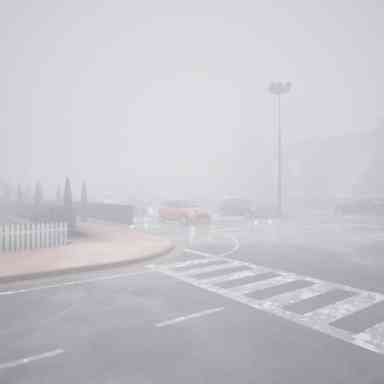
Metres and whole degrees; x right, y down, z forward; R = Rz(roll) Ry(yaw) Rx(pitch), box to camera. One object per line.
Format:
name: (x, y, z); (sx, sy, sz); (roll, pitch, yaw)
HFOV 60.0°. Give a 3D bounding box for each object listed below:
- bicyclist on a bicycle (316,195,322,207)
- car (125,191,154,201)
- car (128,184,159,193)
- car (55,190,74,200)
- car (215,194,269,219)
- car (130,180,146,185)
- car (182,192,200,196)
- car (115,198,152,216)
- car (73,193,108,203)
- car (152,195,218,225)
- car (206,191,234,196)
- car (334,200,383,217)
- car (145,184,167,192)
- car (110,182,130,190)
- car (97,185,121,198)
bicyclist on a bicycle: (18.084, 1.291, 47.388); (1.656, 1.620, 0.582); (0, 0, -37)
car: (-7.200, 1.076, 44.370); (2.033, 1.411, 5.357); (0, 4, -37)
car: (-8.532, 0.058, 57.943); (2.033, 1.411, 5.357); (0, 6, -37)
car: (-17.944, 0.396, 47.053); (1.994, 1.385, 4.181); (0, 6, -37)
car: (4.511, 1.346, 28.917); (2.097, 1.767, 4.553); (0, 0, -37)
car: (-11.273, -1.419, 67.547); (2.150, 2.045, 5.566); (0, 7, -37)
car: (-0.372, 0.810, 53.079); (1.882, 1.535, 5.008); (0, 5, -37)
car: (-6.031, 1.566, 31.220); (1.895, 1.301, 4.718); (0, 1, -37)
car: (-11.969, 1.212, 39.065); (1.895, 1.301, 4.718); (0, 3, -37)
car: (-0.598, 1.351, 24.066); (2.097, 1.767, 4.553); (0, 0, -37)
car: (4.499, 0.786, 52.429); (2.150, 2.045, 5.566); (0, 4, -37)
car: (16.007, 1.476, 31.473); (1.882, 1.535, 5.008); (0, 0, -37)
car: (-7.000, -0.723, 67.657); (1.895, 1.301, 4.718); (0, 7, -36)
car: (-14.795, -1.300, 66.277); (1.882, 1.535, 5.008); (0, 7, -37)
car: (-13.510, 0.156, 52.828); (1.812, 1.442, 4.674); (0, 6, -37)
